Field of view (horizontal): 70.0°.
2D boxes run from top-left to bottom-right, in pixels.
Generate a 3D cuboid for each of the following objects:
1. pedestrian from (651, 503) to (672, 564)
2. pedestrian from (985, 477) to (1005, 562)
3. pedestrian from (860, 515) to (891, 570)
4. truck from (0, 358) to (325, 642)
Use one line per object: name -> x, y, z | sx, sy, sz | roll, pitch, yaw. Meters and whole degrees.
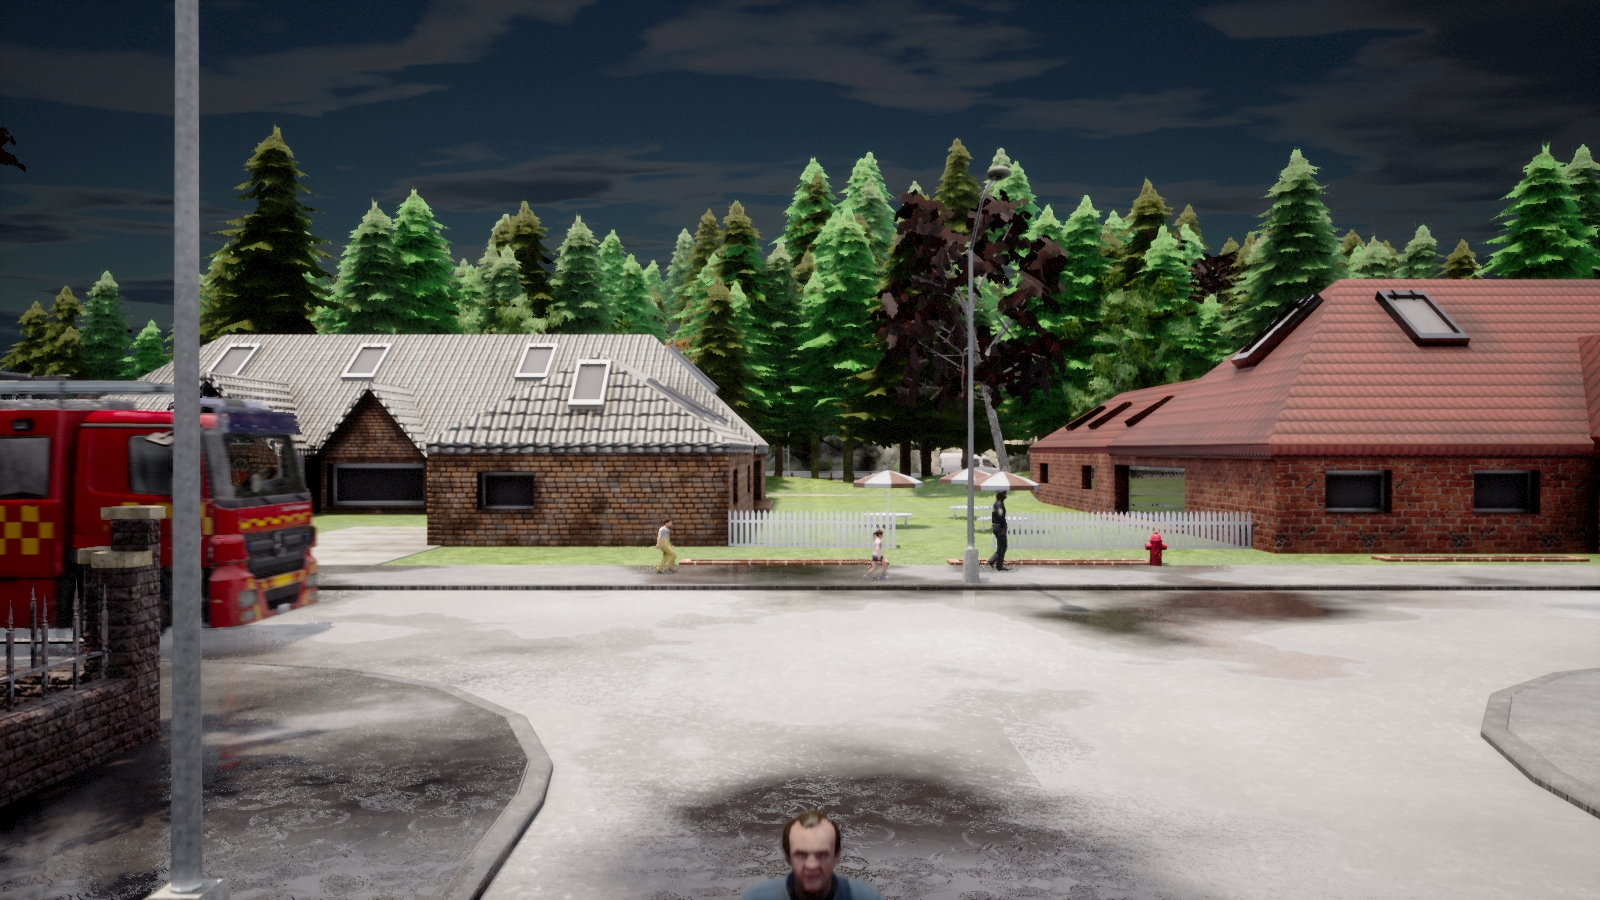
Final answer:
pedestrian -> -3.013, 1.804, 24.876 | 0.375, 1.300, 0.375 | 0, 0, 3
pedestrian -> 4.311, 1.524, 25.250 | 0.375, 1.860, 0.375 | 0, 0, -2
pedestrian -> 1.553, 1.905, 23.620 | 0.500, 1.100, 0.500 | 0, 0, -16
truck -> -11.842, 0.670, 16.848 | 8.468, 3.827, 2.891 | 0, 0, 0
